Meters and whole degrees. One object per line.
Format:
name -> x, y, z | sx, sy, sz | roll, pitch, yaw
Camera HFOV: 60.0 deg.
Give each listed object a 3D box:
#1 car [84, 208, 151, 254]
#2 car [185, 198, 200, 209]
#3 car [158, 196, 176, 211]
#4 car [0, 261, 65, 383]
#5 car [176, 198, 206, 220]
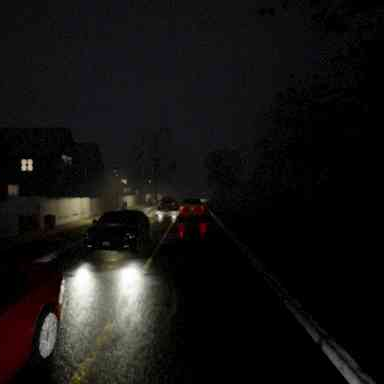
car -> -2.841, 1.445, 13.555 | 1.882, 1.535, 5.008 | 0, 0, 0
car -> 0.081, 1.499, 43.855 | 1.895, 1.301, 4.718 | 0, 0, 0
car -> -2.776, 1.261, 38.875 | 2.097, 1.767, 4.553 | 0, 0, 1
car -> -2.845, 1.470, 2.993 | 1.882, 1.535, 5.008 | 0, 0, 0
car -> 0.034, 1.286, 27.645 | 2.097, 1.767, 4.553 | 0, 0, 1
